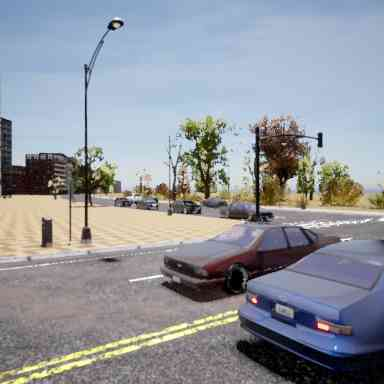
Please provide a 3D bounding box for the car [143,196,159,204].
[{"bbox_3d":[-8.586,1.661,69.327,1.994,1.385,4.181,0,0,-29],"label":"car"}]

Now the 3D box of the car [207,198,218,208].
[{"bbox_3d":[3.026,1.605,49.309,2.033,1.411,5.357,0,0,-31],"label":"car"}]

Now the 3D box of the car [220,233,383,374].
[{"bbox_3d":[3.245,1.546,5.612,5.357,1.411,2.033,0,0,-34],"label":"car"}]

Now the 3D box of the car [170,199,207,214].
[{"bbox_3d":[-0.731,1.581,36.408,1.837,1.490,4.892,0,0,-32],"label":"car"}]

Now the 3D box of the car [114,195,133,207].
[{"bbox_3d":[-11.346,1.623,54.163,1.837,1.490,4.892,0,0,-30],"label":"car"}]

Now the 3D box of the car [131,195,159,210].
[{"bbox_3d":[-6.110,1.590,45.241,2.128,1.511,4.902,0,0,-31],"label":"car"}]

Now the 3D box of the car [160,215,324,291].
[{"bbox_3d":[1.861,1.545,8.861,5.357,1.411,2.033,0,0,-34],"label":"car"}]

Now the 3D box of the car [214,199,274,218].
[{"bbox_3d":[4.445,1.600,27.997,2.033,1.411,5.357,0,0,-31],"label":"car"}]
